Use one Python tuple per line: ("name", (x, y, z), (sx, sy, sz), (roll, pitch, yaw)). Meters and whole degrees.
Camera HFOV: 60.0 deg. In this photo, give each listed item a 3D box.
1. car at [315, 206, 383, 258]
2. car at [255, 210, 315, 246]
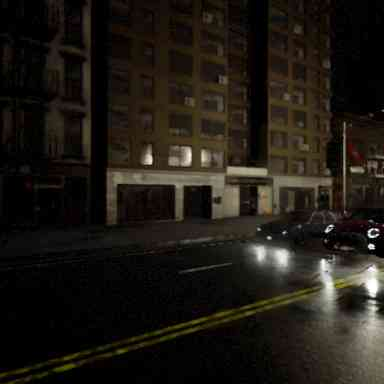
("car", (7.073, 1.350, 12.735), (4.553, 1.767, 2.097), (0, 0, -36))
("car", (5.413, 1.545, 15.543), (5.357, 1.411, 2.033), (0, 0, -36))
